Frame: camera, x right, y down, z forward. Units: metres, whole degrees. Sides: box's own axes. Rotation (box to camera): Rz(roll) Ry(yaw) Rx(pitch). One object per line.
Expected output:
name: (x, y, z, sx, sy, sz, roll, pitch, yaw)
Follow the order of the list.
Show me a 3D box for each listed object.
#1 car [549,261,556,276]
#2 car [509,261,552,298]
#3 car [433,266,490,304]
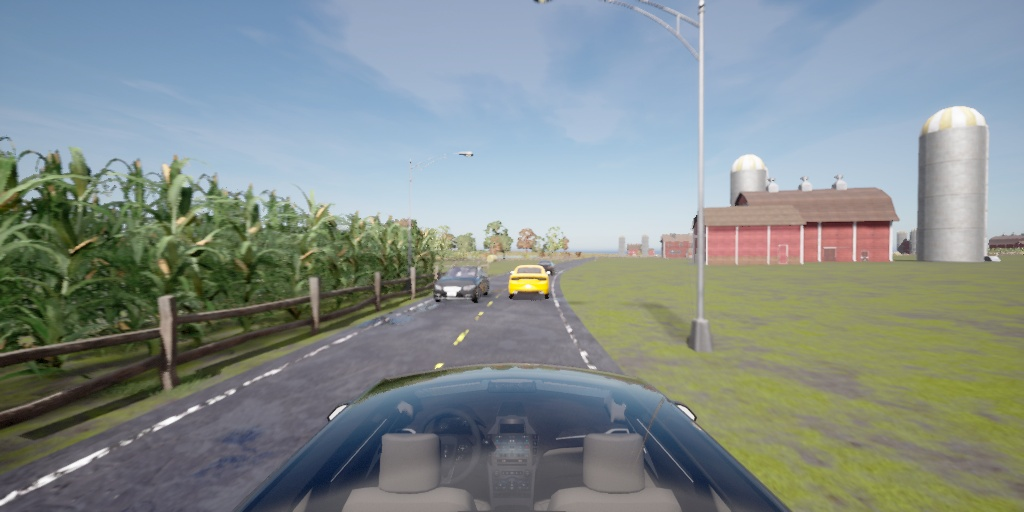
car: (3.436, 1.209, 36.929, 1.812, 1.442, 4.674, 0, 0, 10)
car: (0.934, 1.209, 18.464, 1.882, 1.535, 5.008, 0, 0, 5)
car: (-2.169, 1.217, 16.455, 2.128, 1.511, 4.902, 0, 0, 4)
